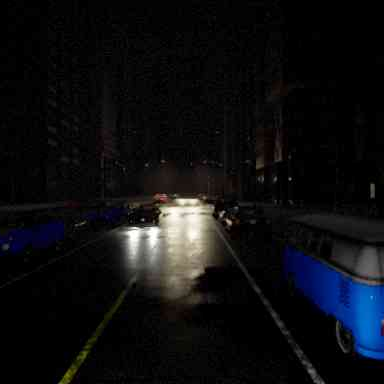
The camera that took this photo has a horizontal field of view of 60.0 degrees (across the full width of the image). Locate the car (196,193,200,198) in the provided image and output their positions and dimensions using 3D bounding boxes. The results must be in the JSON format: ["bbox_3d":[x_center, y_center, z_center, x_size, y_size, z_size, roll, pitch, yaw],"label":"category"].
[{"bbox_3d":[2.768,1.391,83.560,1.967,1.590,4.097,0,0,0],"label":"car"}]

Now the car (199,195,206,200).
[{"bbox_3d":[2.769,1.532,89.200,1.802,1.307,4.206,0,0,0],"label":"car"}]

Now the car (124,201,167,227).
[{"bbox_3d":[-3.075,1.546,22.776,1.994,1.385,4.181,0,0,0],"label":"car"}]

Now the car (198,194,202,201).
[{"bbox_3d":[2.767,1.507,66.638,2.008,1.369,4.403,0,0,0],"label":"car"}]

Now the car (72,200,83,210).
[{"bbox_3d":[-12.695,1.518,40.334,5.008,1.535,1.882,1,0,0],"label":"car"}]

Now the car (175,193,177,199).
[{"bbox_3d":[-5.757,1.390,89.192,1.967,1.590,4.097,0,0,0],"label":"car"}]

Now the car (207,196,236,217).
[{"bbox_3d":[2.763,1.292,28.383,2.192,1.841,5.009,0,0,0],"label":"car"}]

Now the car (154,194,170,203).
[{"bbox_3d":[-5.759,1.274,60.988,2.192,1.841,5.009,0,0,0],"label":"car"}]

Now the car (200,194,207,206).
[{"bbox_3d":[2.766,1.512,55.357,2.008,1.369,4.403,0,0,0],"label":"car"}]

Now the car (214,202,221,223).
[{"bbox_3d":[2.763,1.563,22.706,1.802,1.307,4.206,0,0,0],"label":"car"}]

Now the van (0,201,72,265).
[{"bbox_3d":[-5.764,1.331,11.342,1.690,1.788,3.998,0,0,0],"label":"van"}]

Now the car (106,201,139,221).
[{"bbox_3d":[-5.762,1.503,28.204,1.752,1.417,4.829,0,0,0],"label":"car"}]

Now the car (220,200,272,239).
[{"bbox_3d":[2.762,1.426,17.028,1.967,1.590,4.097,0,0,0],"label":"car"}]

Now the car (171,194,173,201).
[{"bbox_3d":[-5.758,1.520,72.271,1.947,1.339,4.313,0,0,0],"label":"car"}]

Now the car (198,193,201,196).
[{"bbox_3d":[2.767,1.498,72.279,1.887,1.381,4.507,0,0,0],"label":"car"}]

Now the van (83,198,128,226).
[{"bbox_3d":[-5.763,1.323,22.697,1.690,1.788,3.998,0,0,0],"label":"van"}]

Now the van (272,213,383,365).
[{"bbox_3d":[2.761,1.336,5.673,1.690,1.788,3.998,0,0,0],"label":"van"}]
